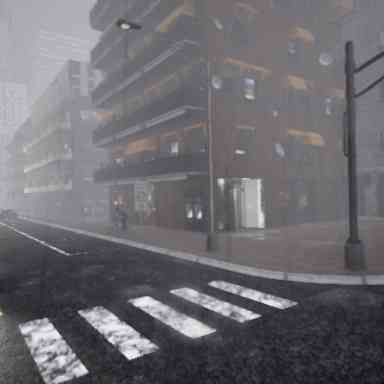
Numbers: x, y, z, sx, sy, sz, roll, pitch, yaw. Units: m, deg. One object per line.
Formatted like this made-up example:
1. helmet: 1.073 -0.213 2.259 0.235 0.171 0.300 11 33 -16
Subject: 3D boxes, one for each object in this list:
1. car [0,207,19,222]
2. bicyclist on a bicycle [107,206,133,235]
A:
1. car: -21.463 2.732 39.178 1.802 1.307 4.206 -2 0 -35
2. bicyclist on a bicycle: -4.241 1.671 19.629 1.656 1.620 0.582 -2 -1 -35
